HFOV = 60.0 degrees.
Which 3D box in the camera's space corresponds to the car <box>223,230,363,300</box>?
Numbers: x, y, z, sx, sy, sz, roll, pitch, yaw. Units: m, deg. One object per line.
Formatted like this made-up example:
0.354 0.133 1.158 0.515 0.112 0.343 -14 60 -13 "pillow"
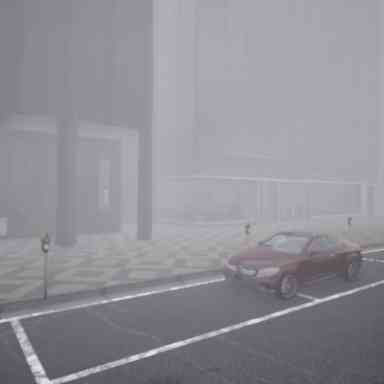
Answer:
2.714 1.646 8.464 4.206 1.307 1.802 1 0 -35 "car"
